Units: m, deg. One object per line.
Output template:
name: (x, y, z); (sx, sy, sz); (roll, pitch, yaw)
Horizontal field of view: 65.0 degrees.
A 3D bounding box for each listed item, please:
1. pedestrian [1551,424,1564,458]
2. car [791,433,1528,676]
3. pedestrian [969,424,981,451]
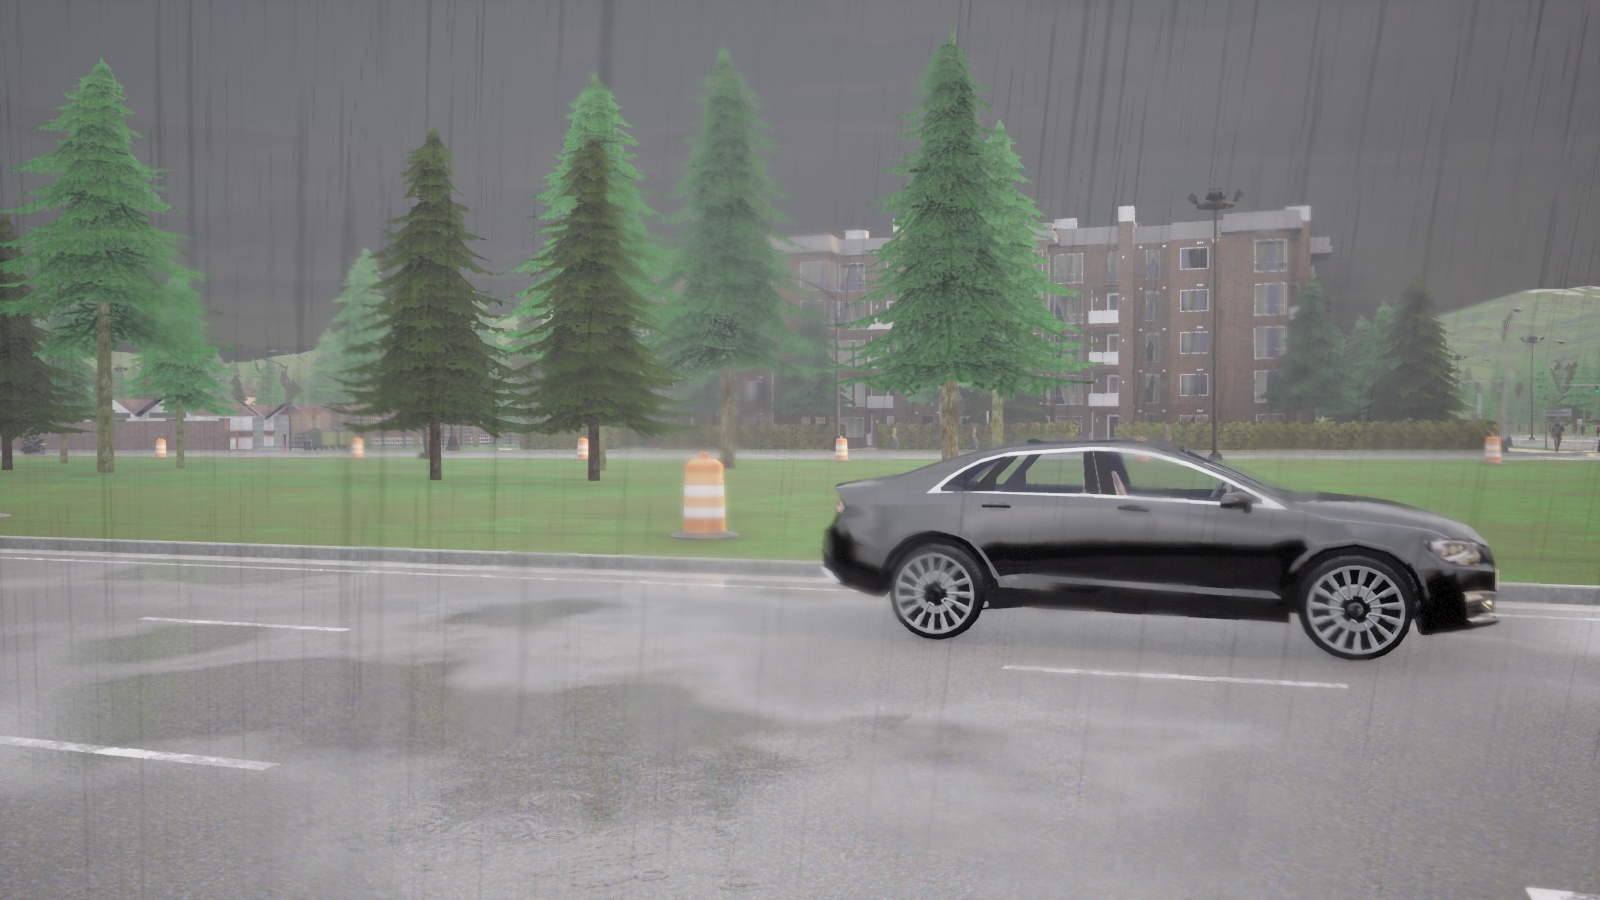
pedestrian: (42.199, -0.496, 69.949); (0.540, 1.848, 0.694); (1, 1, 26)
car: (2.596, 0.637, 9.704); (4.902, 1.511, 2.128); (1, 1, 19)
pedestrian: (11.606, -0.832, 83.119); (0.706, 1.836, 0.354); (1, 1, 19)
